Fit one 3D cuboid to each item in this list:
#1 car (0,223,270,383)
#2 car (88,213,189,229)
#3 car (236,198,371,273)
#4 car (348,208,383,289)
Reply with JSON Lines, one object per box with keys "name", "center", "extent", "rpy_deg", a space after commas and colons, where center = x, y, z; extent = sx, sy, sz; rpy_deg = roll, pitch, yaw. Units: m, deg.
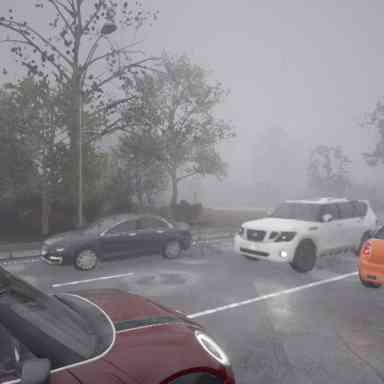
{"name": "car", "center": [-1.806, 1.352, 2.423], "extent": [4.553, 1.767, 2.097], "rpy_deg": [0, 0, -36]}
{"name": "car", "center": [-2.276, 1.505, 10.935], "extent": [4.892, 1.490, 1.837], "rpy_deg": [0, 0, -35]}
{"name": "car", "center": [3.994, 1.221, 11.066], "extent": [5.566, 2.045, 2.150], "rpy_deg": [0, 0, -35]}
{"name": "car", "center": [6.057, 1.352, 7.979], "extent": [4.553, 1.767, 2.097], "rpy_deg": [0, 0, -35]}
